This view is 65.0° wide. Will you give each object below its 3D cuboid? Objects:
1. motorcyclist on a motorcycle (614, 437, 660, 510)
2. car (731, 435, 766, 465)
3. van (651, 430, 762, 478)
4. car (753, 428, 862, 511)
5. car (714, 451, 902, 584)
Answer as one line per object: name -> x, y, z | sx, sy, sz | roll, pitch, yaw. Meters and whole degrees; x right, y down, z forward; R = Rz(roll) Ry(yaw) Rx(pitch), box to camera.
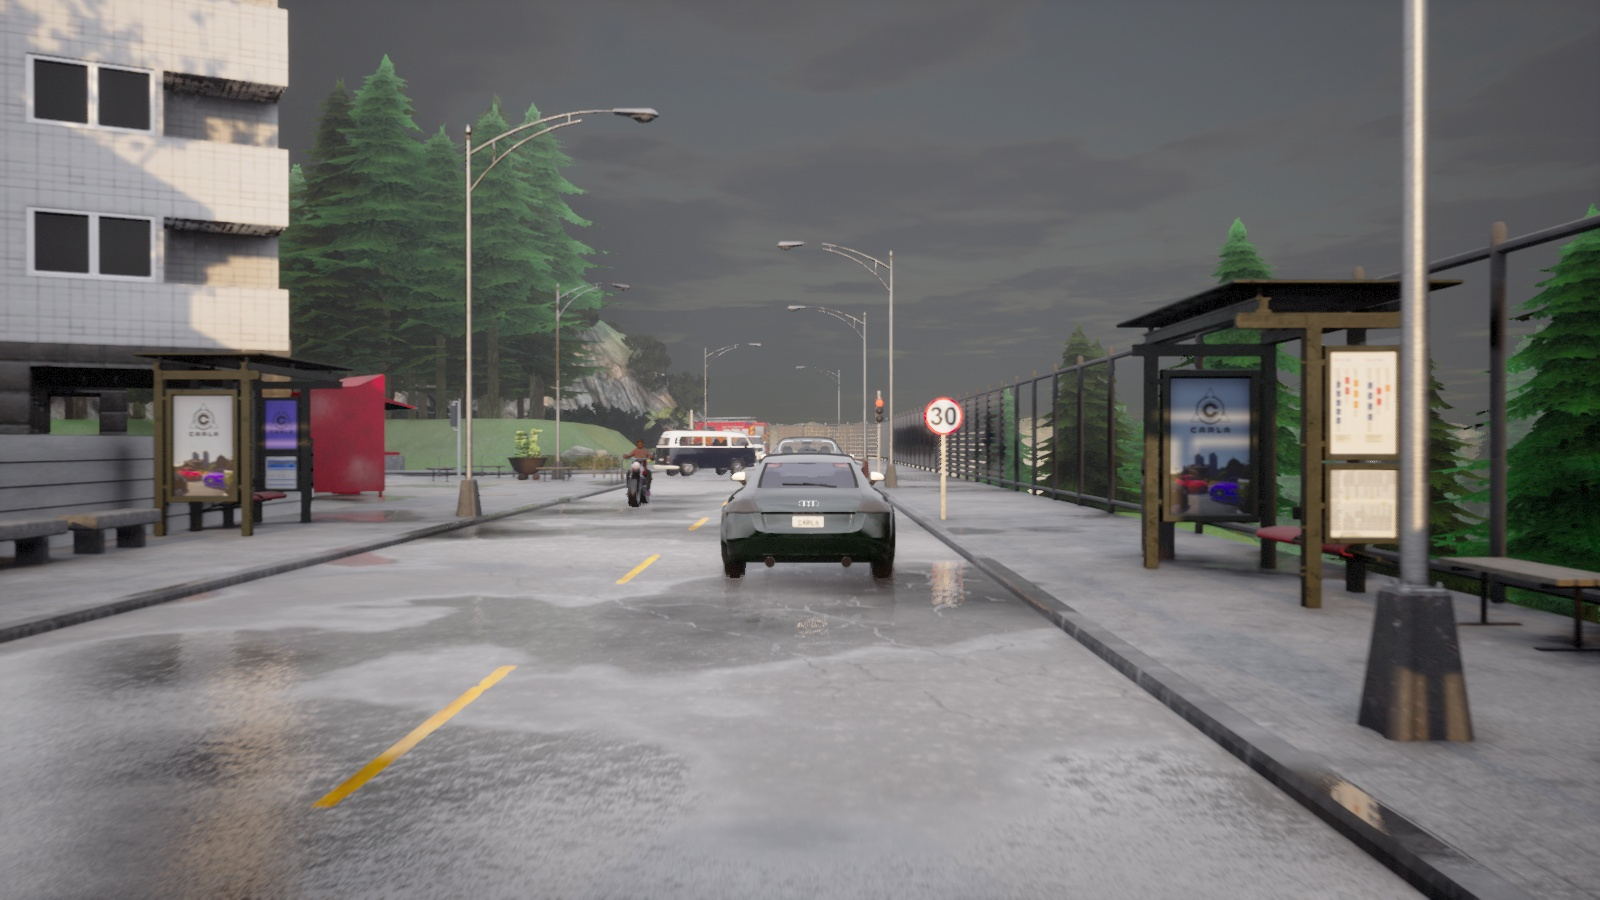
motorcyclist on a motorcycle -> -3.828, 0.527, 29.705 | 0.766, 1.649, 2.350 | 0, 0, 0
car -> -3.531, -0.026, 86.754 | 2.150, 2.045, 5.566 | 0, 0, 0
van -> -4.159, 0.150, 56.212 | 4.480, 2.038, 2.069 | 0, 1, -31
car -> 0.159, 0.372, 27.274 | 2.152, 1.651, 5.027 | 0, 0, 0
car -> 0.097, 0.723, 15.436 | 1.994, 1.385, 4.181 | 0, 0, 0
